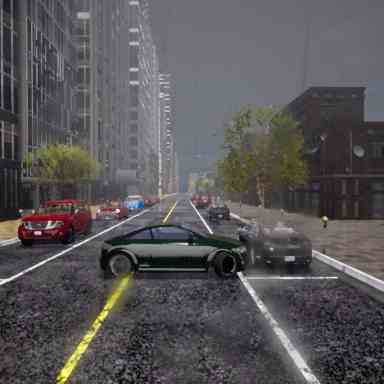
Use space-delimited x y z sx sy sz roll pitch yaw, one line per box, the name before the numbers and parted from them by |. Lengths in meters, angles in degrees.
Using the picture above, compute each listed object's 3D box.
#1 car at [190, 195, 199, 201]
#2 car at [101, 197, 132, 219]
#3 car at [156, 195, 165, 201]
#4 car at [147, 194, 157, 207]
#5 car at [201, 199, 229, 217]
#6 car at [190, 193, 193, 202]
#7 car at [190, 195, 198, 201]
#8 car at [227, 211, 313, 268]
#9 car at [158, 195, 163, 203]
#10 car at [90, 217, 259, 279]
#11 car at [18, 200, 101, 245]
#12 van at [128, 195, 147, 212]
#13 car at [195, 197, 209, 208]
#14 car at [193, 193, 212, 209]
car | 0.624 1.537 83.014 1.947 1.339 4.313 -1 0 -1
car | -6.356 1.432 26.757 1.967 1.590 4.097 -1 0 -1
car | -7.750 1.497 82.645 1.752 1.417 4.829 -1 0 -1
car | -6.922 1.299 49.617 2.192 1.841 5.009 -1 0 -1
car | 2.047 1.543 26.952 2.008 1.369 4.403 -1 0 -1
car | 0.899 1.290 71.949 2.192 1.841 5.009 -1 0 -1
car | 0.485 1.551 88.547 1.802 1.307 4.206 -1 0 -1
car | 2.564 1.548 11.092 2.008 1.369 4.403 -1 0 -1
car | -7.336 1.522 66.216 1.887 1.381 4.507 -1 0 -1
car | -0.455 1.557 9.490 4.181 1.385 1.994 0 0 -1
car | -6.170 1.310 15.689 2.192 1.841 5.009 -1 0 -1
van | -6.643 1.329 38.551 1.690 1.788 3.998 -1 0 -1
car | 1.455 1.509 49.988 1.752 1.417 4.829 -1 0 -1
car | 1.595 1.301 44.285 2.192 1.841 5.009 -1 0 -1
